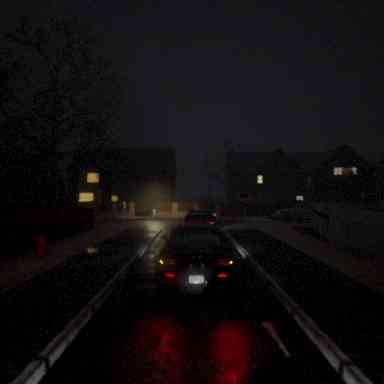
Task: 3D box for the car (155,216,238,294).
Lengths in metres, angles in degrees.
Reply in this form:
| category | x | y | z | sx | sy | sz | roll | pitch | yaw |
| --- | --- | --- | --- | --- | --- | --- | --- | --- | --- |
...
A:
| category | x | y | z | sx | sy | sz | roll | pitch | yaw |
| --- | --- | --- | --- | --- | --- | --- | --- | --- | --- |
| car | 0.103 | 1.594 | 8.866 | 1.812 | 1.442 | 4.674 | 0 | -1 | 0 |

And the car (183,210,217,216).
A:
| category | x | y | z | sx | sy | sz | roll | pitch | yaw |
| --- | --- | --- | --- | --- | --- | --- | --- | --- | --- |
| car | 0.423 | 1.706 | 18.684 | 1.994 | 1.385 | 4.181 | 0 | 0 | 5 |

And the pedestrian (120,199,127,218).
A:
| category | x | y | z | sx | sy | sz | roll | pitch | yaw |
| --- | --- | --- | --- | --- | --- | --- | --- | --- | --- |
| pedestrian | -6.713 | 1.602 | 32.446 | 0.375 | 1.860 | 0.375 | 0 | -1 | 1 |

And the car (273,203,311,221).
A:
| category | x | y | z | sx | sy | sz | roll | pitch | yaw |
| --- | --- | --- | --- | --- | --- | --- | --- | --- | --- |
| car | 9.526 | 1.741 | 29.316 | 4.674 | 1.442 | 1.812 | 0 | -2 | 1 |
